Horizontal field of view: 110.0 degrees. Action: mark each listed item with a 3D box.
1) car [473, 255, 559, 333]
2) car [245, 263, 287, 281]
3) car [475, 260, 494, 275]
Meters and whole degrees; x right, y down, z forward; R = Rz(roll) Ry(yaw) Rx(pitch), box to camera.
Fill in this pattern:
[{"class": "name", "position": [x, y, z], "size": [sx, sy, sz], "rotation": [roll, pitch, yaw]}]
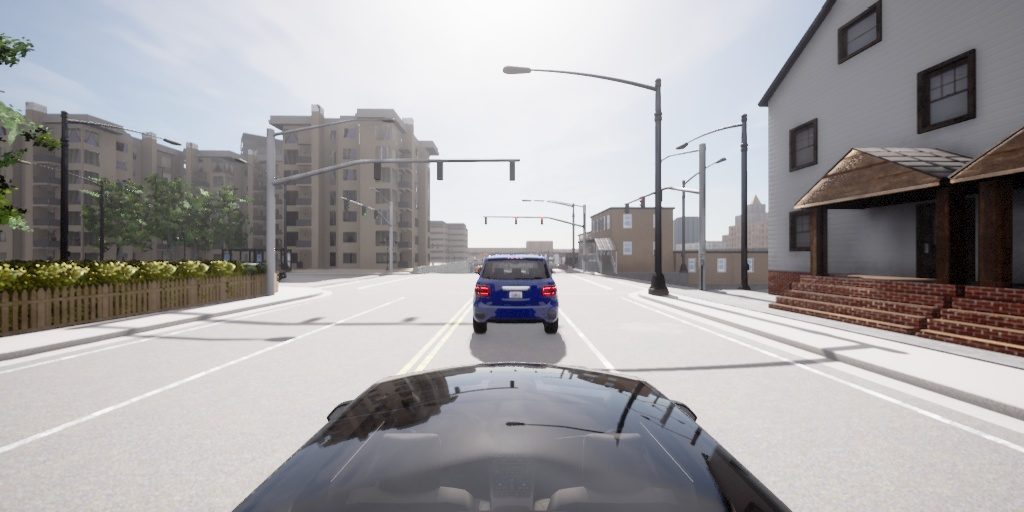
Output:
[{"class": "car", "position": [0.101, 0.986, 10.884], "size": [2.150, 2.045, 5.566], "rotation": [0, 0, 0]}, {"class": "car", "position": [-20.344, 1.296, 28.086], "size": [4.892, 1.490, 1.837], "rotation": [0, 0, 1]}, {"class": "car", "position": [-3.558, 1.577, 46.903], "size": [2.097, 1.767, 4.553], "rotation": [1, -5, 0]}]
